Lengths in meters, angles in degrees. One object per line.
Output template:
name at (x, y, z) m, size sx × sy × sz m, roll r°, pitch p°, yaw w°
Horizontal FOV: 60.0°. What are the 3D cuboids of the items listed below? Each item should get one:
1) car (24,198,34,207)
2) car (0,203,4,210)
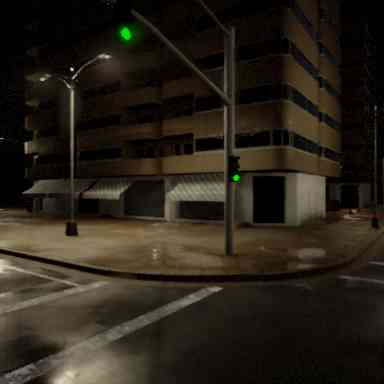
car at (-22.760, 1.548, 49.848) m, size 1.837 × 1.490 × 4.892 m, roll 0°, pitch 0°, yaw 20°
car at (-24.646, 1.567, 39.526) m, size 2.033 × 1.411 × 5.357 m, roll 0°, pitch 0°, yaw 2°
